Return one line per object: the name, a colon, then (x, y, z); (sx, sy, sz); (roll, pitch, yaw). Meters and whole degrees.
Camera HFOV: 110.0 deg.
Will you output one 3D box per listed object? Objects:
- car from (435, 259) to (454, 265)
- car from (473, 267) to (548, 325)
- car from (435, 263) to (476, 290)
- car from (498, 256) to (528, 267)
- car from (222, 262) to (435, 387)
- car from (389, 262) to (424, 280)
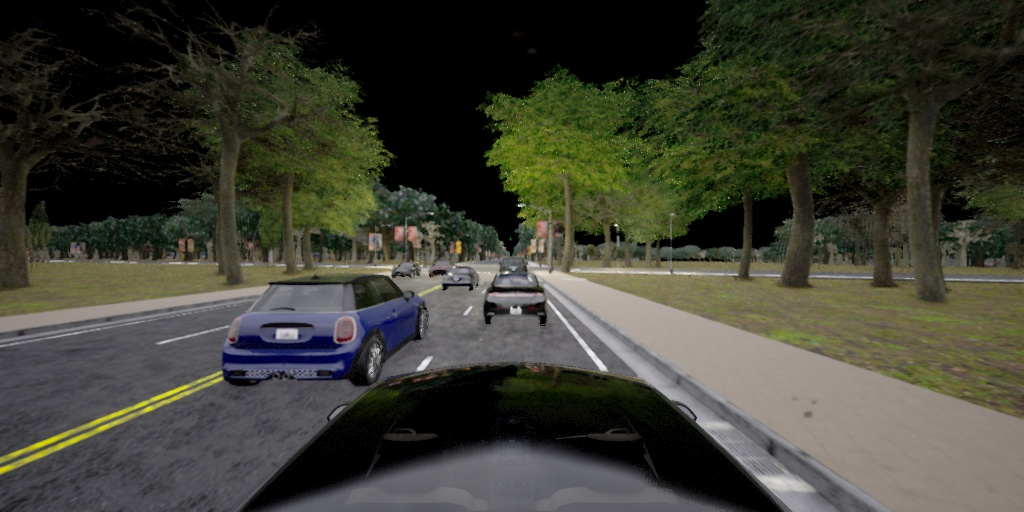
car: (-6.571, 1.192, 34.518); (2.097, 1.767, 4.553); (0, 0, 0)
car: (0.106, 1.261, 11.869); (2.128, 1.511, 4.902); (0, 0, 0)
car: (-3.140, 1.349, 22.628); (2.033, 1.411, 5.357); (0, 0, 0)
car: (0.108, 1.043, 28.481); (2.150, 2.045, 5.566); (0, 0, 0)
car: (-3.147, 1.114, 7.141); (2.097, 1.767, 4.553); (0, 0, 0)
car: (-9.824, 1.342, 33.701); (1.837, 1.490, 4.892); (0, 0, 0)
